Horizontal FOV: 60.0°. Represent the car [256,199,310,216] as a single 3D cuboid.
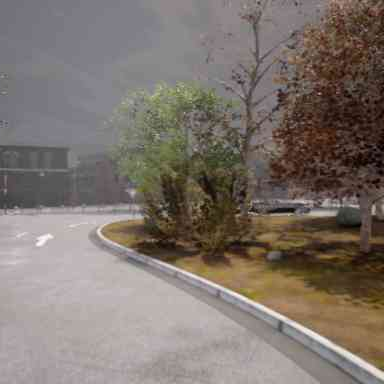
[{"bbox_3d":[7.579,1.318,28.674,4.902,1.511,2.128,-1,0,7],"label":"car"}]
